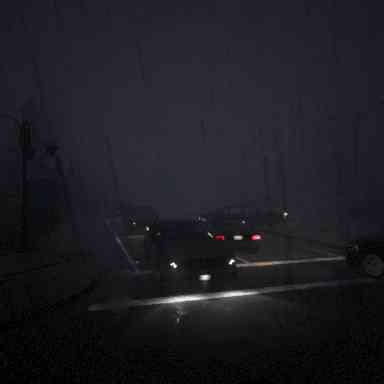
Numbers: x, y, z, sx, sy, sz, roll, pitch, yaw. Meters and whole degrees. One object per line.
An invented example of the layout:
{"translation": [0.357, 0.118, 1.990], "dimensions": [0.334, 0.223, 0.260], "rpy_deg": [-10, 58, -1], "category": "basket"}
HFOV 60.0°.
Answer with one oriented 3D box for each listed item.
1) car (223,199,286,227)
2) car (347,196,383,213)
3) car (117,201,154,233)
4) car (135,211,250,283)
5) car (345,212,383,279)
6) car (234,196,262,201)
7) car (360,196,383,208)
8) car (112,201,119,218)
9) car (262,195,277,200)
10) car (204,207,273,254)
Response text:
{"translation": [2.853, 1.467, 19.894], "dimensions": [5.357, 1.411, 2.033], "rpy_deg": [-3, 1, -15], "category": "car"}
{"translation": [15.610, 1.356, 29.180], "dimensions": [1.970, 1.475, 3.806], "rpy_deg": [0, 0, -17], "category": "car"}
{"translation": [-3.095, 1.529, 19.941], "dimensions": [2.033, 1.411, 5.357], "rpy_deg": [0, 0, -17], "category": "car"}
{"translation": [-0.371, 1.543, 10.104], "dimensions": [2.033, 1.411, 5.357], "rpy_deg": [0, 0, -15], "category": "car"}
{"translation": [6.527, 1.475, 8.231], "dimensions": [5.008, 1.535, 1.882], "rpy_deg": [0, 0, 39], "category": "car"}
{"translation": [7.389, 1.288, 46.145], "dimensions": [2.007, 1.523, 4.514], "rpy_deg": [0, 0, -17], "category": "car"}
{"translation": [23.932, 1.274, 43.159], "dimensions": [1.845, 1.501, 3.633], "rpy_deg": [0, 0, -17], "category": "car"}
{"translation": [-6.246, 1.515, 30.096], "dimensions": [2.033, 1.411, 5.357], "rpy_deg": [0, 0, -17], "category": "car"}
{"translation": [10.378, 1.278, 47.098], "dimensions": [2.152, 1.636, 5.027], "rpy_deg": [0, 0, -17], "category": "car"}
{"translation": [1.352, 1.538, 13.388], "dimensions": [2.033, 1.411, 5.357], "rpy_deg": [0, 0, -4], "category": "car"}
